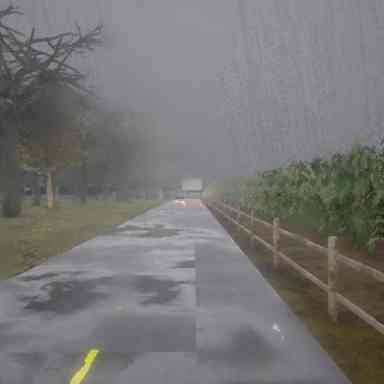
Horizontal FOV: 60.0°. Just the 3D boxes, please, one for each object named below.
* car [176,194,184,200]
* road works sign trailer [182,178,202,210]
[{"bbox_3d":[-2.750,1.183,75.905,1.895,1.301,4.718,0,0,0],"label":"car"},{"bbox_3d":[0.000,0.234,38.036,2.380,3.560,2.880,0,1,0],"label":"road works sign trailer"}]
